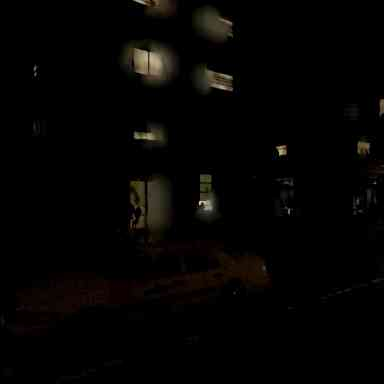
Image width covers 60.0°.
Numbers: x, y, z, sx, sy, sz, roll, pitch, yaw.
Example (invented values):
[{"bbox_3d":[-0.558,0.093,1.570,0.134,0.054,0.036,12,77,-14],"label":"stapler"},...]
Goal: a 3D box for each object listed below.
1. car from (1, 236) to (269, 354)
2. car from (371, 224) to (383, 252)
[{"bbox_3d":[-0.686,1.525,6.068,4.829,1.417,1.752,0,0,-35],"label":"car"},{"bbox_3d":[8.461,1.550,12.566,4.403,1.369,2.008,0,0,-35],"label":"car"}]
